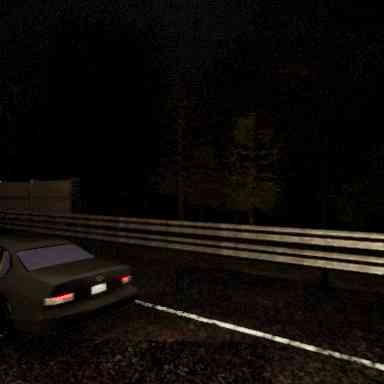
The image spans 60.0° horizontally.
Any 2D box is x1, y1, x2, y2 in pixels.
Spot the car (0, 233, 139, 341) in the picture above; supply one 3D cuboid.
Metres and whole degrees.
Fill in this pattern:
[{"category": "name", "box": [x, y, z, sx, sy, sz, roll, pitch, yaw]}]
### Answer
[{"category": "car", "box": [-3.516, 1.535, 6.506, 5.357, 1.411, 2.033, 0, 0, 34]}]
